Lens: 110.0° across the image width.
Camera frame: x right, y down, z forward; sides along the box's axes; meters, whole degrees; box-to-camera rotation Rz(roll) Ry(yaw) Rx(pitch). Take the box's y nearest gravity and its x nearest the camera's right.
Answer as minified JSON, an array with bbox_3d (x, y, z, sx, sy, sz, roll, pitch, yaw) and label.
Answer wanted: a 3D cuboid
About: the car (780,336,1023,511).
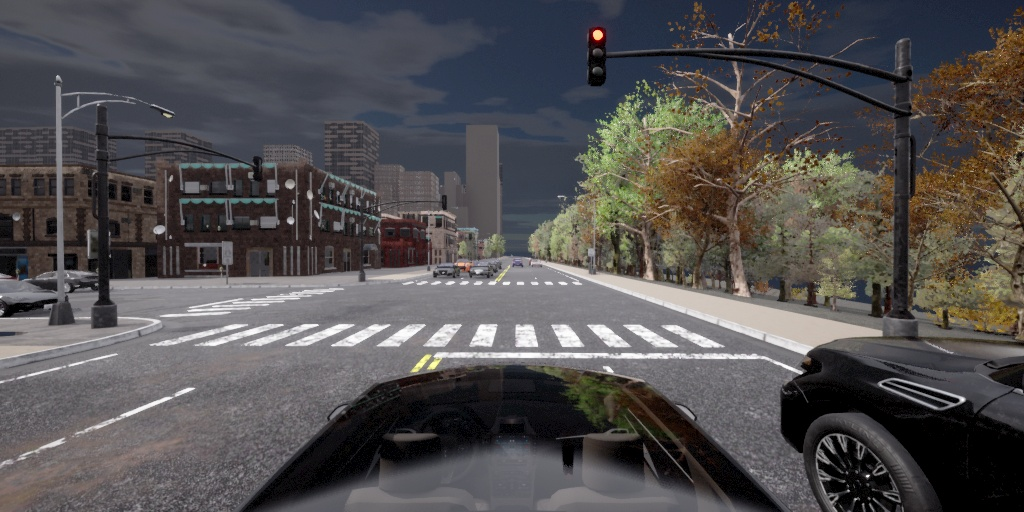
[{"bbox_3d":[3.322,0.972,0.647,2.150,2.045,5.566,0,0,1],"label":"car"}]

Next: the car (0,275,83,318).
[{"bbox_3d":[-19.765,1.565,13.688,4.313,1.339,1.948,0,0,1],"label":"car"}]

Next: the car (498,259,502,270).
[{"bbox_3d":[-2.668,1.227,43.242,2.128,1.511,4.902,0,0,1],"label":"car"}]

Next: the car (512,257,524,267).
[{"bbox_3d":[1.010,1.252,63.772,1.812,1.442,4.674,0,0,1],"label":"car"}]

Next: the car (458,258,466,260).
[{"bbox_3d":[-5.909,1.088,43.733,2.097,1.767,4.553,0,0,1],"label":"car"}]

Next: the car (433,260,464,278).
[{"bbox_3d":[-6.076,1.304,33.737,1.994,1.385,4.181,0,0,1],"label":"car"}]

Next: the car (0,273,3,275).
[{"bbox_3d":[-33.491,1.654,22.436,4.207,1.307,1.802,0,0,1],"label":"car"}]

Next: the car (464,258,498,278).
[{"bbox_3d":[-2.816,1.232,33.751,2.128,1.511,4.902,0,0,3],"label":"car"}]

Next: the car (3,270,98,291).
[{"bbox_3d":[-27.956,1.560,22.337,4.403,1.370,2.007,0,0,1],"label":"car"}]

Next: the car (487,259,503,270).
[{"bbox_3d":[-2.497,1.223,53.484,2.128,1.511,4.902,0,0,1],"label":"car"}]

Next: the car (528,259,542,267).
[{"bbox_3d":[4.370,1.327,64.102,1.895,1.301,4.718,0,0,1],"label":"car"}]
